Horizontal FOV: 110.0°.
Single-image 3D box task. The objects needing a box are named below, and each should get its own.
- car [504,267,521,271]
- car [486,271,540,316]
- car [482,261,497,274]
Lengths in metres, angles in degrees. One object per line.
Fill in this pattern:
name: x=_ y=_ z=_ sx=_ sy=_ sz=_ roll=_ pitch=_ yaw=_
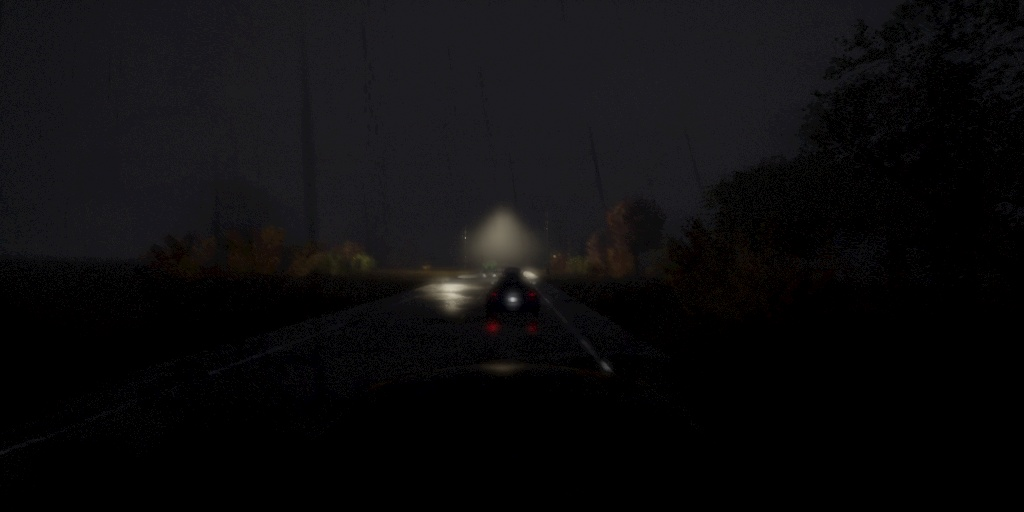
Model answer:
car: x=0.052 y=1.668 z=29.778 sx=1.812 sy=1.442 sz=4.674 roll=0 pitch=-1 yaw=1
car: x=0.049 y=1.490 z=14.301 sx=1.994 sy=1.385 sz=4.181 roll=0 pitch=-1 yaw=1
car: x=-3.554 y=1.780 z=58.456 sx=2.150 sy=2.045 sz=5.566 roll=0 pitch=-1 yaw=1
